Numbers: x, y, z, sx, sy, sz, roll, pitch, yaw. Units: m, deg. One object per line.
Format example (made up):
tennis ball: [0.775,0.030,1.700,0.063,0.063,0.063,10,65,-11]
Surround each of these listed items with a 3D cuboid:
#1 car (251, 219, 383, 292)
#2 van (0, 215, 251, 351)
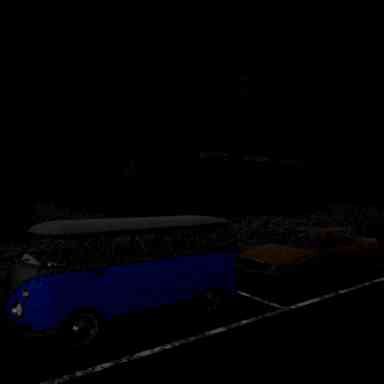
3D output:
car: [3.253,1.526,8.953,4.829,1.417,1.752,0,0,-35]
van: [-1.042,1.341,5.903,3.998,1.788,1.690,0,0,-35]
